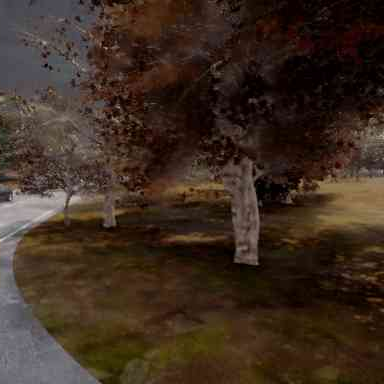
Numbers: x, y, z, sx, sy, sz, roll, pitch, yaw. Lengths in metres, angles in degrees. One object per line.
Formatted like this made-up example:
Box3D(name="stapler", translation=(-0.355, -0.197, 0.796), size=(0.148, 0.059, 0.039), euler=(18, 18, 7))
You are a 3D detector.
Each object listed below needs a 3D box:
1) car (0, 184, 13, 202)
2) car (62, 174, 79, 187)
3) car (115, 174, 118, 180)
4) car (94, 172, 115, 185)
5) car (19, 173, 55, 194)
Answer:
Box3D(name="car", translation=(-15.053, 0.153, 24.800), size=(1.837, 1.490, 4.892), euler=(1, 4, -8))
Box3D(name="car", translation=(-16.974, -1.733, 46.163), size=(2.097, 1.767, 4.553), euler=(1, 5, -3))
Box3D(name="car", translation=(-14.280, -2.724, 60.785), size=(2.128, 1.511, 4.902), euler=(1, 5, -6))
Box3D(name="car", translation=(-13.640, -2.150, 50.345), size=(2.150, 2.045, 5.566), euler=(1, 5, -3))
Box3D(name="car", translation=(-16.308, -0.989, 35.356), size=(2.150, 2.045, 5.566), euler=(1, 5, -5))
